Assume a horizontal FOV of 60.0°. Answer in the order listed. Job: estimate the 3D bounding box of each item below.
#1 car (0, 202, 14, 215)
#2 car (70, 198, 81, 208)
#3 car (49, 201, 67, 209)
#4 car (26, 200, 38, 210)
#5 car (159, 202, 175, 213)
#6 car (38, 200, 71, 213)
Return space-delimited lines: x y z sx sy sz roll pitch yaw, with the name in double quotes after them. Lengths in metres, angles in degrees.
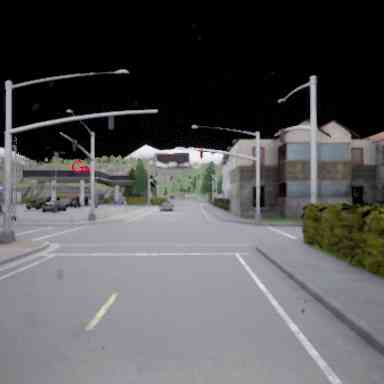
-22.587 1.956 38.908 1.970 1.475 3.806 0 -1 0 "car"
-22.659 2.142 63.836 1.905 1.878 3.866 0 -1 0 "car"
-25.986 2.434 64.432 1.970 1.475 3.806 0 -1 0 "car"
-25.920 2.054 55.958 1.932 1.855 4.605 0 -1 0 "car"
-3.525 2.215 47.913 1.837 1.490 4.892 0 1 0 "car"
-18.947 2.119 45.967 2.007 1.523 4.514 0 -1 0 "car"
